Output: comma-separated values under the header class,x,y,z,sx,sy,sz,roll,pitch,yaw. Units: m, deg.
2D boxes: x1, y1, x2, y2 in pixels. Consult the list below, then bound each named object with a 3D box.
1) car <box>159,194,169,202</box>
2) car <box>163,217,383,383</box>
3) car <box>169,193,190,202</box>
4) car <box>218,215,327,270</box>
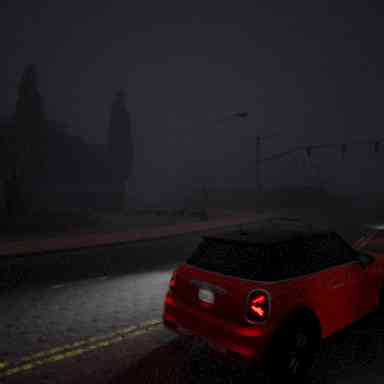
class,x,y,z,sx,sy,sz,roll,pitch,yaw
car,-5.308,1.441,80.356,1.905,1.878,3.866,0,0,36
car,1.785,1.371,5.725,4.553,1.767,2.097,0,0,-41
car,-2.963,1.670,78.657,1.970,1.475,3.806,0,0,36
car,3.129,1.638,12.172,1.895,1.301,4.718,0,0,41
